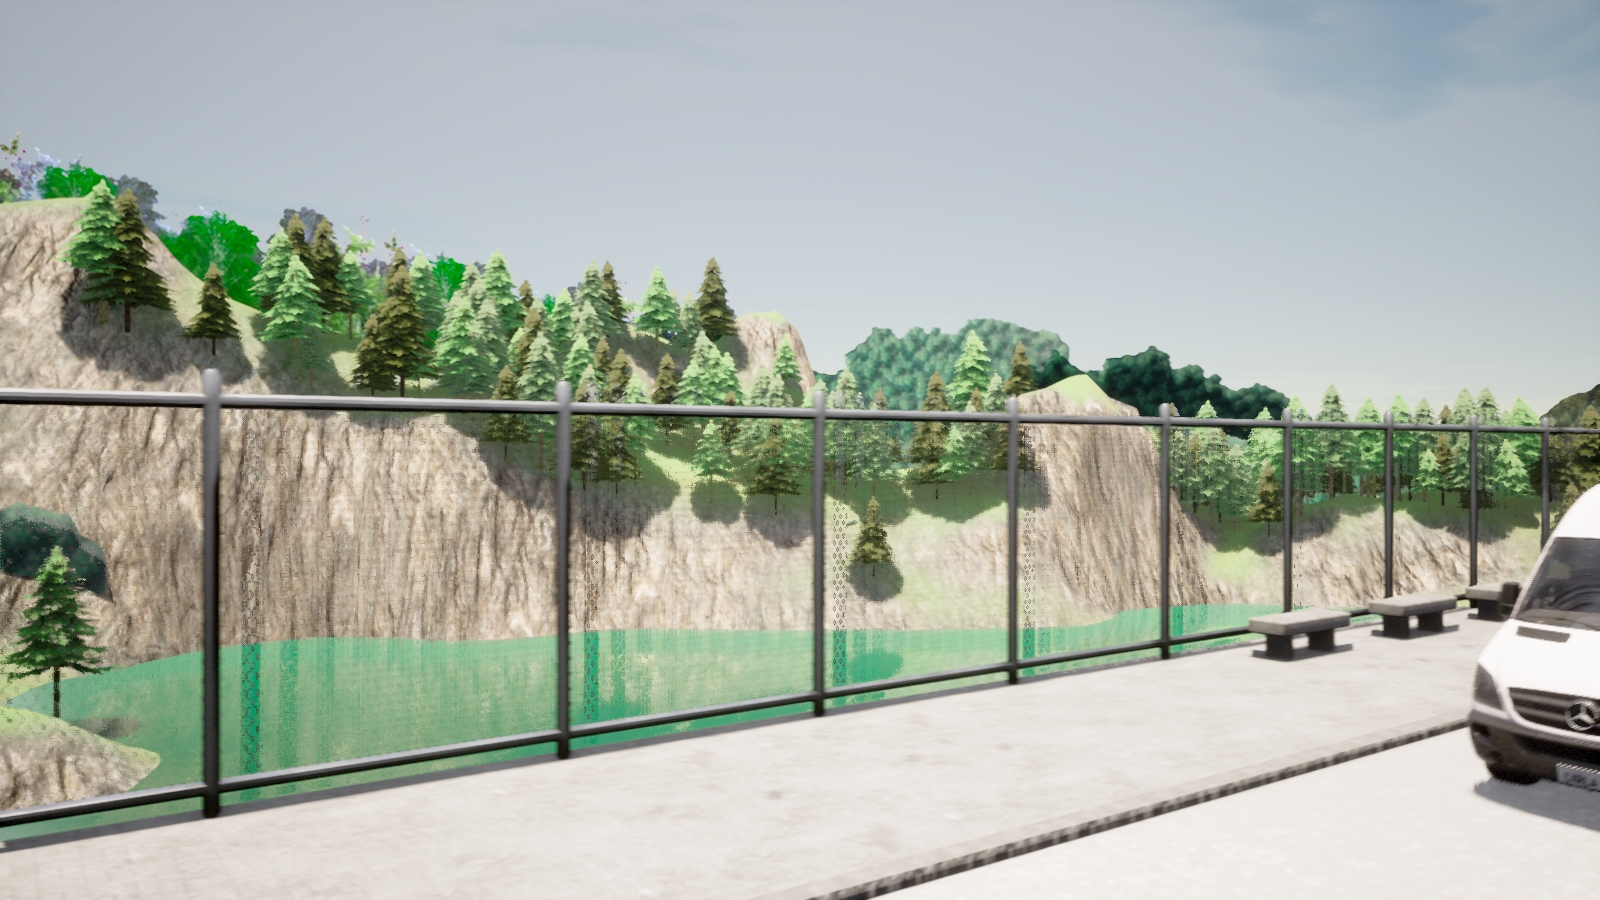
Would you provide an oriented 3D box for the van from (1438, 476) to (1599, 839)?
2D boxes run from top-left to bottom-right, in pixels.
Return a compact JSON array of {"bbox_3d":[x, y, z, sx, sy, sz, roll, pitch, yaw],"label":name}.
[{"bbox_3d":[8.131,1.535,10.083,5.915,2.561,1.988,0,0,-35],"label":"van"}]
